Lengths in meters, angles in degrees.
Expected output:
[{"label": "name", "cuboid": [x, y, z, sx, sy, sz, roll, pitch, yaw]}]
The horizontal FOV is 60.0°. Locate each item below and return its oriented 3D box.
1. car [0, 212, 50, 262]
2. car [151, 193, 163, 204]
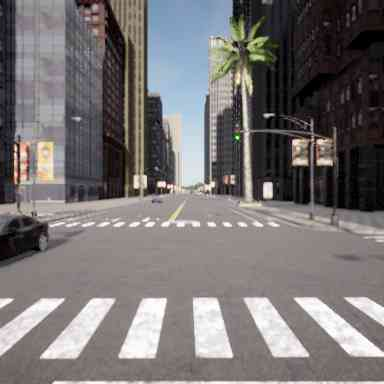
[{"label": "car", "cuboid": [-6.499, 1.489, 10.998, 1.882, 1.535, 5.008, 0, 0, 0]}, {"label": "car", "cuboid": [-6.492, 1.476, 61.821, 2.033, 1.411, 5.357, 0, 0, 0]}]
